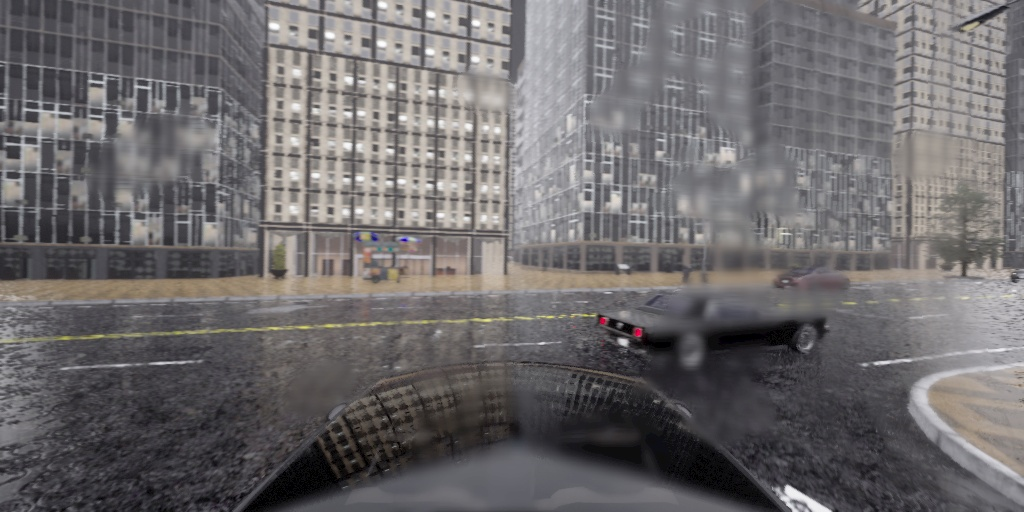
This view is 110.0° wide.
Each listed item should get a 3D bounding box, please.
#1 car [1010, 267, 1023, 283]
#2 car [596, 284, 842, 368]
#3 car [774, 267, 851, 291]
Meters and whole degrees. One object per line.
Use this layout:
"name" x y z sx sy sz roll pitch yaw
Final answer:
"car" 41.719 1.403 28.181 4.902 1.511 2.128 0 0 -15
"car" 4.387 1.442 7.870 4.718 1.301 1.895 -1 0 -15
"car" 18.293 1.400 21.876 4.181 1.385 1.994 0 0 -15
